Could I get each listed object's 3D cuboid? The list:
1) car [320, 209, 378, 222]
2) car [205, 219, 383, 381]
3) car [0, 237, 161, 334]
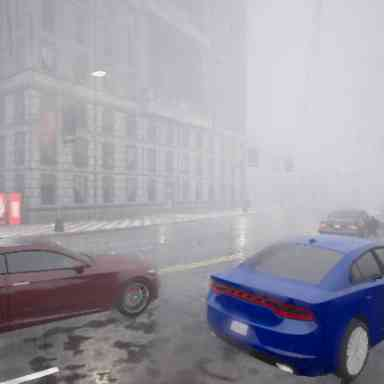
[{"bbox_3d":[7.848,1.540,16.416,2.033,1.411,5.357,0,0,38],"label":"car"},{"bbox_3d":[2.466,1.475,5.590,5.008,1.535,1.882,0,0,-40],"label":"car"},{"bbox_3d":[-2.787,1.521,5.751,4.674,1.442,1.812,0,0,-35],"label":"car"}]
